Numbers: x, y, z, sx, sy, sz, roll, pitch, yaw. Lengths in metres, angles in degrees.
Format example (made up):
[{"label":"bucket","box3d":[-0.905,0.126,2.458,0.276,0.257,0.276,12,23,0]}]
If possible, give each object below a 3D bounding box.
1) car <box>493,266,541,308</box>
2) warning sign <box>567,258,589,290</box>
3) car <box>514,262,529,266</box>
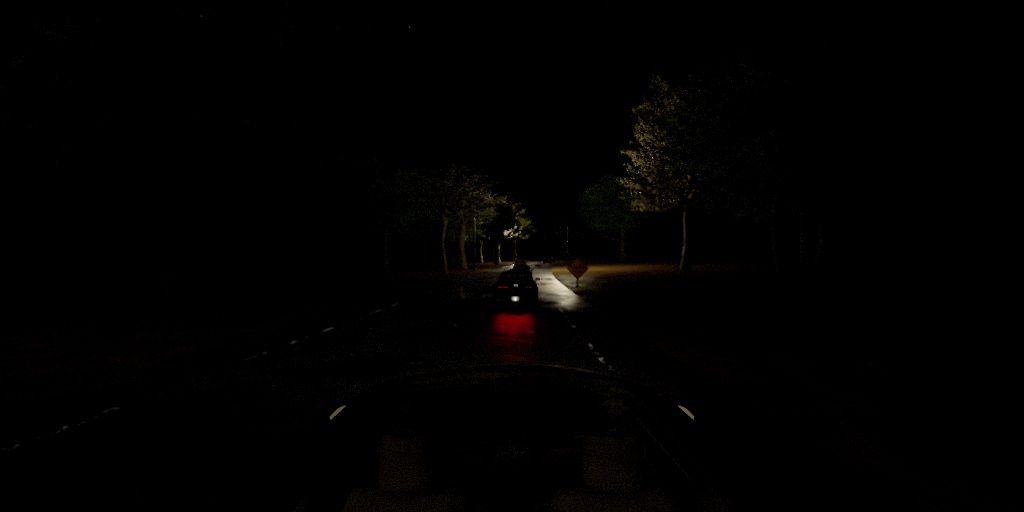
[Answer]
[{"label":"car","box3d":[0.196,1.376,16.048,1.837,1.490,4.892,0,0,2]},{"label":"warning sign","box3d":[3.923,1.027,21.457,1.300,1.860,1.060,0,0,2]},{"label":"car","box3d":[0.838,1.494,30.989,1.837,1.490,4.892,0,0,3]}]
